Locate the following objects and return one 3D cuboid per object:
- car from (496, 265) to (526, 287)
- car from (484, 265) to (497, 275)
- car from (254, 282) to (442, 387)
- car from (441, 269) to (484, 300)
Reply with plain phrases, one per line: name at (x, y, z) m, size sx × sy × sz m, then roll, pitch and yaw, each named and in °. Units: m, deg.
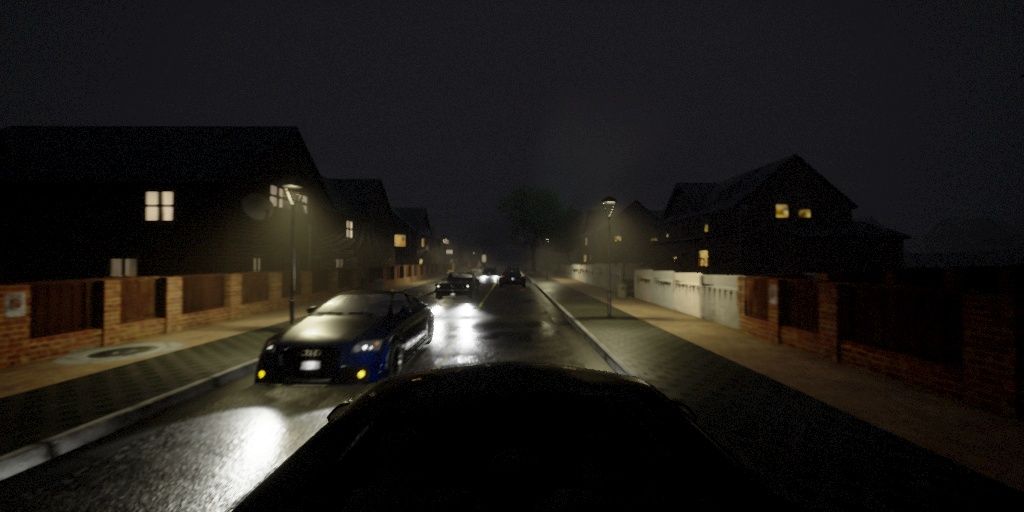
car at (0.046, 1.625, 27.698) m, size 1.994 × 1.385 × 4.181 m, roll 0°, pitch -1°, yaw 0°
car at (-2.904, 1.891, 48.079) m, size 1.895 × 1.301 × 4.718 m, roll 0°, pitch -1°, yaw 0°
car at (-2.854, 1.380, 7.075) m, size 1.994 × 1.385 × 4.181 m, roll 0°, pitch 0°, yaw 0°
car at (-2.847, 1.568, 19.536) m, size 1.895 × 1.301 × 4.718 m, roll 0°, pitch -1°, yaw 0°
